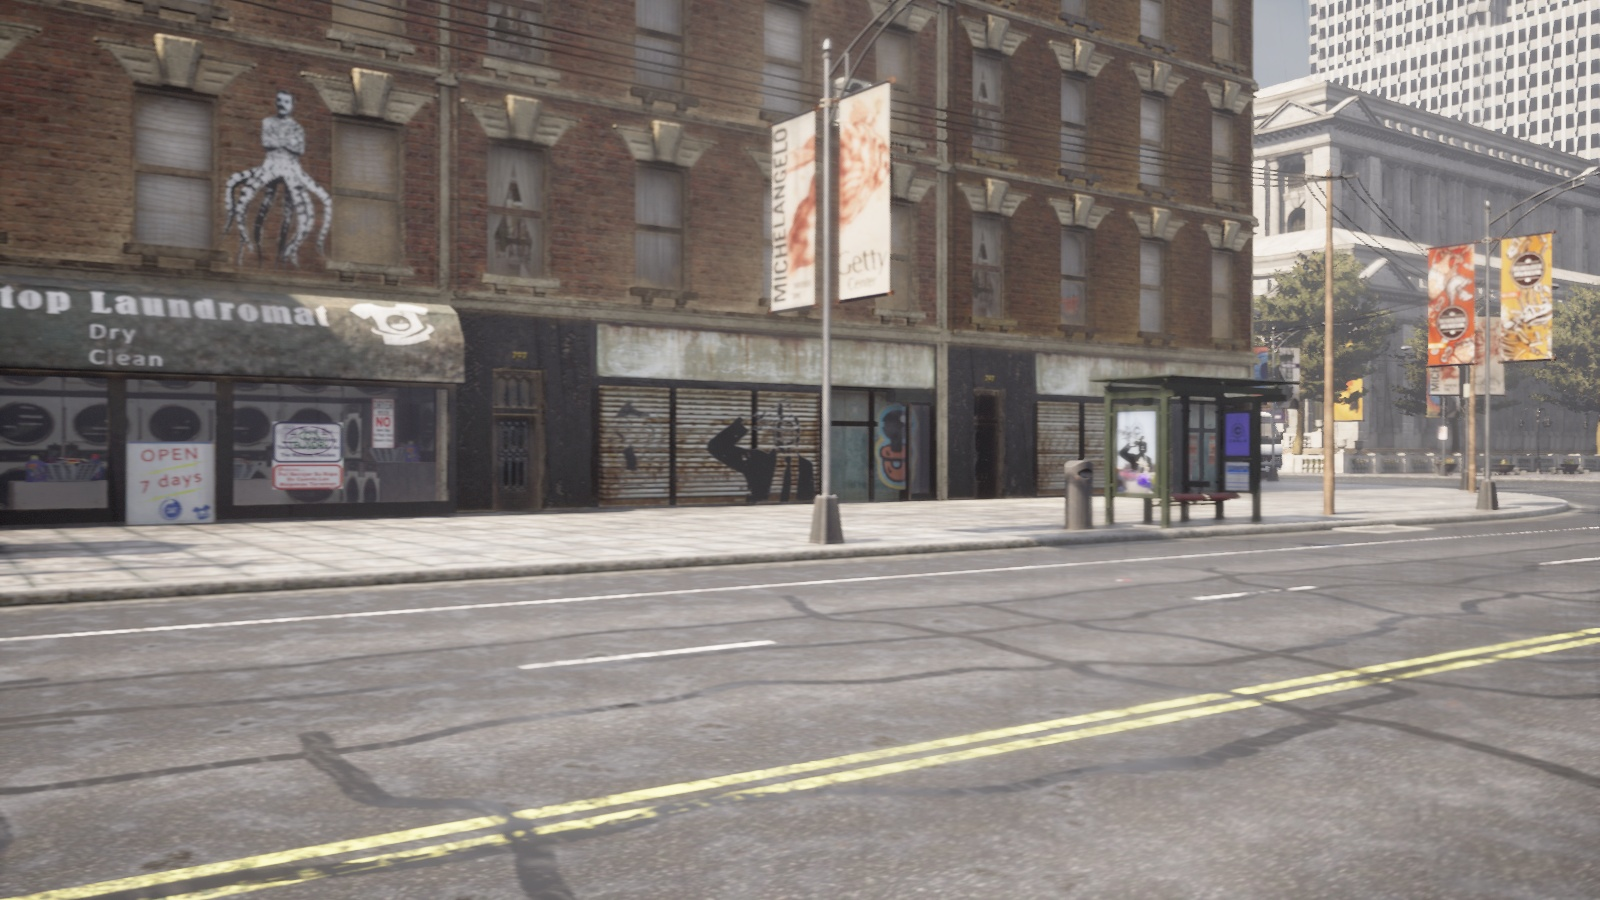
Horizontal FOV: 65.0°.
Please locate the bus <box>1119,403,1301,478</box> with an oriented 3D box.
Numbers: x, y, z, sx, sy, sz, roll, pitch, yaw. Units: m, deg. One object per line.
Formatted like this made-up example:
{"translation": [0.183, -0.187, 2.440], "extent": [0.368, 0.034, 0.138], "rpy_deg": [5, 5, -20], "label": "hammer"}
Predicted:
{"translation": [24.756, -0.497, 76.490], "extent": [3.944, 4.253, 10.273], "rpy_deg": [0, 0, -34], "label": "bus"}
